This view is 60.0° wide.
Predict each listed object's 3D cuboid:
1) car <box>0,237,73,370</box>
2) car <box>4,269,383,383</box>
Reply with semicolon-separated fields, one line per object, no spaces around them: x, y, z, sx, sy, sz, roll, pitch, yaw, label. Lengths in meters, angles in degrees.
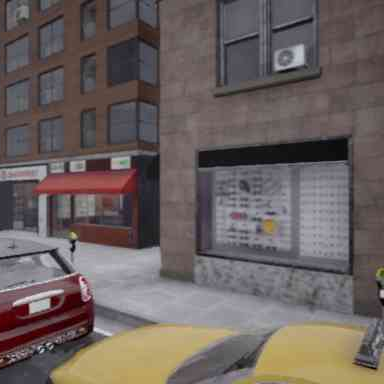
-3.478;1.451;5.290;4.097;1.590;1.967;0;0;35;car
0.876;1.526;2.184;4.829;1.417;1.752;0;0;35;car
